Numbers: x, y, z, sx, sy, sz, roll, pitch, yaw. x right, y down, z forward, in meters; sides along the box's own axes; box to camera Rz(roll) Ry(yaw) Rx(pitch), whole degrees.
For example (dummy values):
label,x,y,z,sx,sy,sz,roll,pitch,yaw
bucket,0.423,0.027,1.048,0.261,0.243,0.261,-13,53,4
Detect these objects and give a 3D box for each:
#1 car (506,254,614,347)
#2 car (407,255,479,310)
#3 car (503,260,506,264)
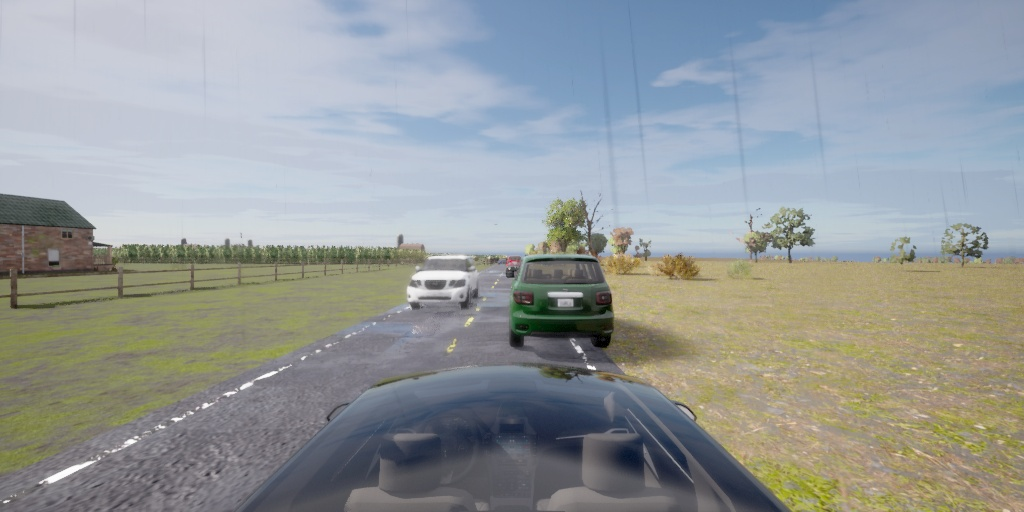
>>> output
label,x,y,z,sx,sy,sz,roll,pitch,yaw
car,1.028,0.973,9.427,2.150,2.045,5.566,0,0,0
car,-2.644,0.969,15.078,2.150,2.045,5.566,0,0,0
car,0.360,1.344,38.465,1.895,1.301,4.718,0,0,1
